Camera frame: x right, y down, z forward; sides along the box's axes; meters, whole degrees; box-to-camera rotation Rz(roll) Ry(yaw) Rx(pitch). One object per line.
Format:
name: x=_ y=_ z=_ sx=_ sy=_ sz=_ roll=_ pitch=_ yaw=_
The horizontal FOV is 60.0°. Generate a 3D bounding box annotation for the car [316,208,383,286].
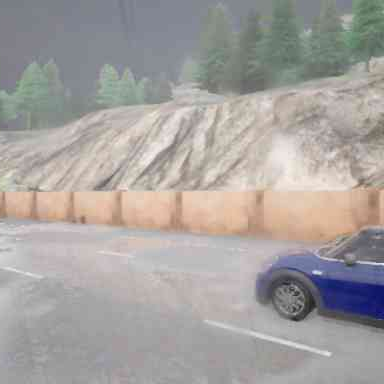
car: x=5.793 y=1.381 z=8.453 sx=4.553 sy=1.767 sz=2.097 roll=0 pitch=0 yaw=35

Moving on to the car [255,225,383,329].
car: x=3.441 y=1.373 z=5.833 sx=4.553 sy=1.767 sz=2.097 roll=0 pitch=0 yaw=35
